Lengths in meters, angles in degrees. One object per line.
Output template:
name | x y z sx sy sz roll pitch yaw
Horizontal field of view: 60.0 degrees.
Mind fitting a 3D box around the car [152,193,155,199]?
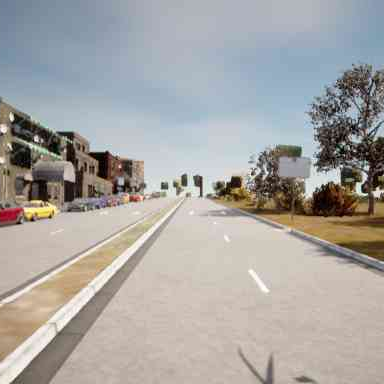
car | -12.342 1.268 91.846 2.185 1.767 4.553 0 0 0

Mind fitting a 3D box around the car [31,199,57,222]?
car | -12.106 1.380 25.453 1.946 1.575 5.366 0 0 0

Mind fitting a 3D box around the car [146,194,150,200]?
car | -12.303 1.393 80.770 2.231 1.521 4.892 0 0 0

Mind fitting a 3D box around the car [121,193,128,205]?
car | -12.205 1.262 53.169 2.185 1.767 4.553 0 0 0

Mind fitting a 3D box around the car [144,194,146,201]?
car | -12.284 1.391 75.244 2.097 1.535 5.008 0 0 0

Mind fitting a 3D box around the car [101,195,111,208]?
car | -12.167 1.425 42.215 2.002 1.452 4.674 0 0 0

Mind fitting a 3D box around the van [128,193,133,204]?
van | -12.224 1.162 58.547 1.878 1.987 4.442 0 0 0

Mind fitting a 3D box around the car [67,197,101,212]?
car | -12.146 1.386 36.695 2.231 1.521 4.892 0 0 0

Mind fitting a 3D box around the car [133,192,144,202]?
car | -12.264 1.139 69.811 2.435 2.045 5.566 0 0 0

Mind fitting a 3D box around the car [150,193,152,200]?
car | -12.323 1.267 86.320 2.185 1.767 4.553 0 0 0

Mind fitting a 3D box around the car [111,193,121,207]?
car | -12.186 1.261 47.645 2.185 1.767 4.553 0 0 0

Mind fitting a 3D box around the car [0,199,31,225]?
car | -12.090 1.256 20.143 2.185 1.767 4.553 0 0 0
